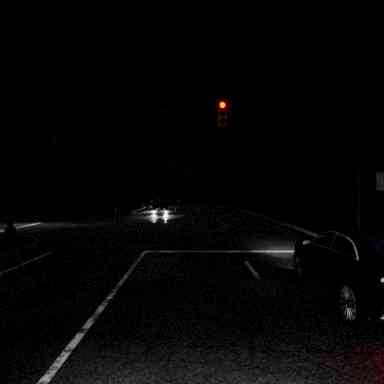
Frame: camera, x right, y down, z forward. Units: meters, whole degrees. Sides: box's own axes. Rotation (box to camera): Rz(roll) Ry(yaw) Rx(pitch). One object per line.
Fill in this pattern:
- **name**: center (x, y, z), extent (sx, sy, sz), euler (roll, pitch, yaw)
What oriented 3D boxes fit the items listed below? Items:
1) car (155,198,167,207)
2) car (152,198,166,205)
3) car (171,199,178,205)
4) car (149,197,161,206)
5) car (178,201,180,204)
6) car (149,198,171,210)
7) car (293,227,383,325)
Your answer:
- **car**: center (-5.227, 1.798, 56.053), extent (1.812, 1.442, 4.674), euler (0, -1, -7)
- **car**: center (-8.359, 2.345, 83.112), extent (1.882, 1.535, 5.008), euler (0, -1, -25)
- **car**: center (-5.182, 2.214, 74.163), extent (1.994, 1.385, 4.181), euler (0, -1, -19)
- **car**: center (-7.918, 1.964, 70.958), extent (2.097, 1.767, 4.553), euler (0, -1, -13)
- **car**: center (-4.732, 2.441, 83.504), extent (1.895, 1.301, 4.718), euler (0, -1, -22)
- **car**: center (-4.124, 1.680, 43.632), extent (1.895, 1.301, 4.718), euler (0, -1, -2)
- **car**: center (3.582, 1.492, 7.038), extent (2.128, 1.511, 4.902), euler (0, 0, 1)
